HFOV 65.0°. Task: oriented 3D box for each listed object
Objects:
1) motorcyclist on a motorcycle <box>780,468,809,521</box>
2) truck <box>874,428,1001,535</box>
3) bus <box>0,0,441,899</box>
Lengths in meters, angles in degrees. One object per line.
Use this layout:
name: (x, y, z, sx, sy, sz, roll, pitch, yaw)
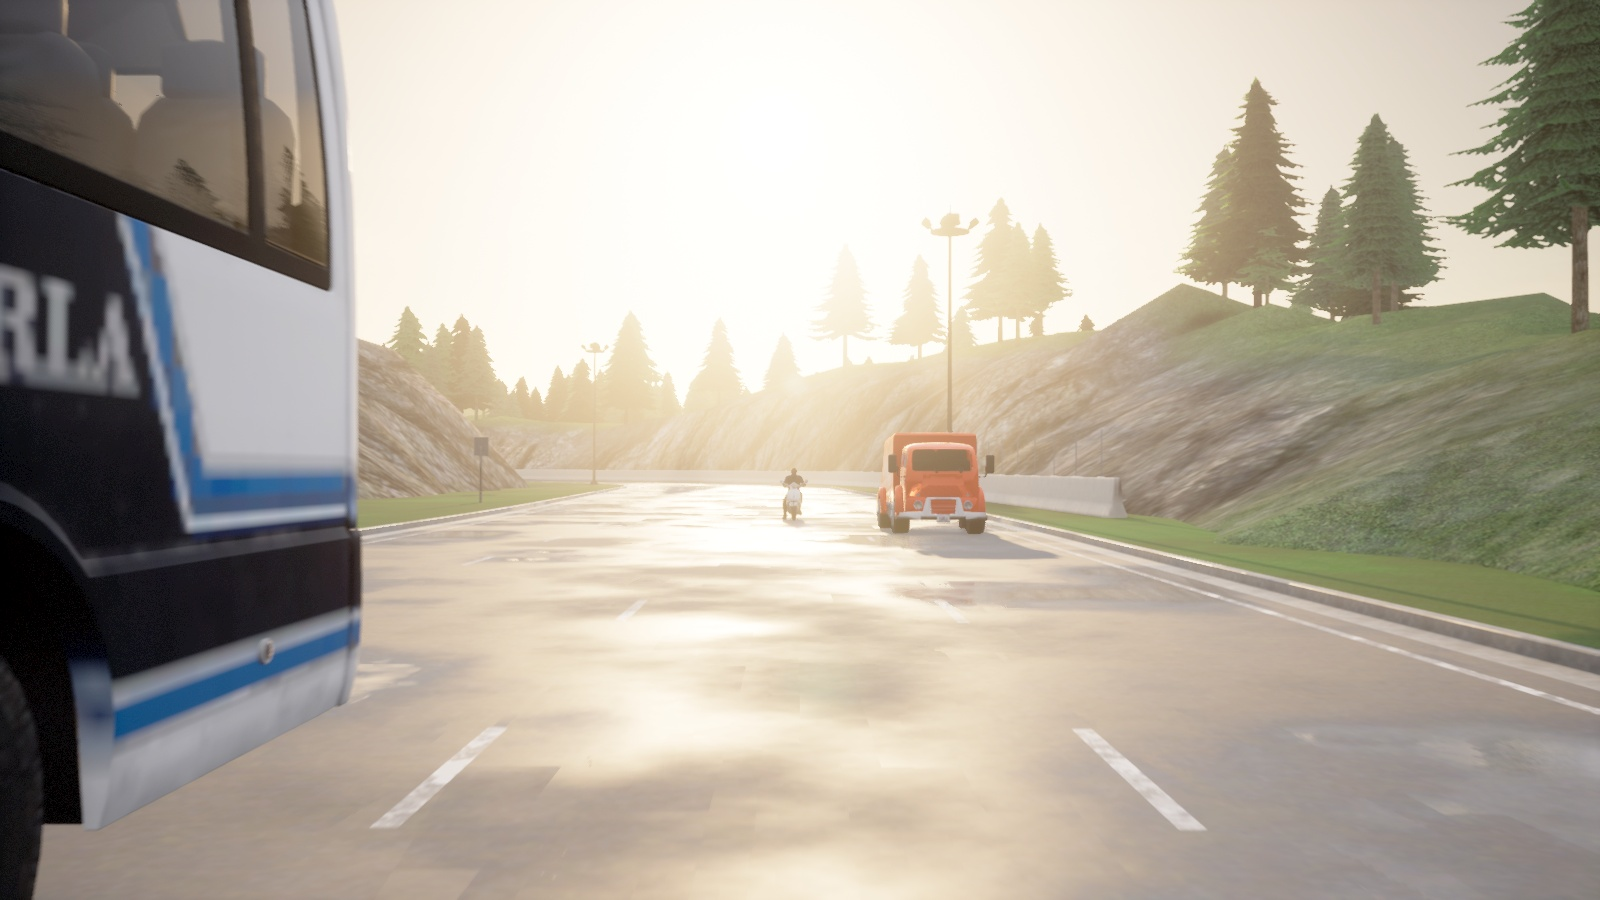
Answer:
motorcyclist on a motorcycle: (-0.170, 1.339, 38.457, 0.866, 1.590, 1.817, 0, -1, 0)
truck: (3.323, 0.789, 31.591, 2.627, 2.467, 5.204, 0, -1, 0)
bus: (-3.497, -0.548, 0.280, 3.944, 4.253, 10.273, 0, -1, 0)
